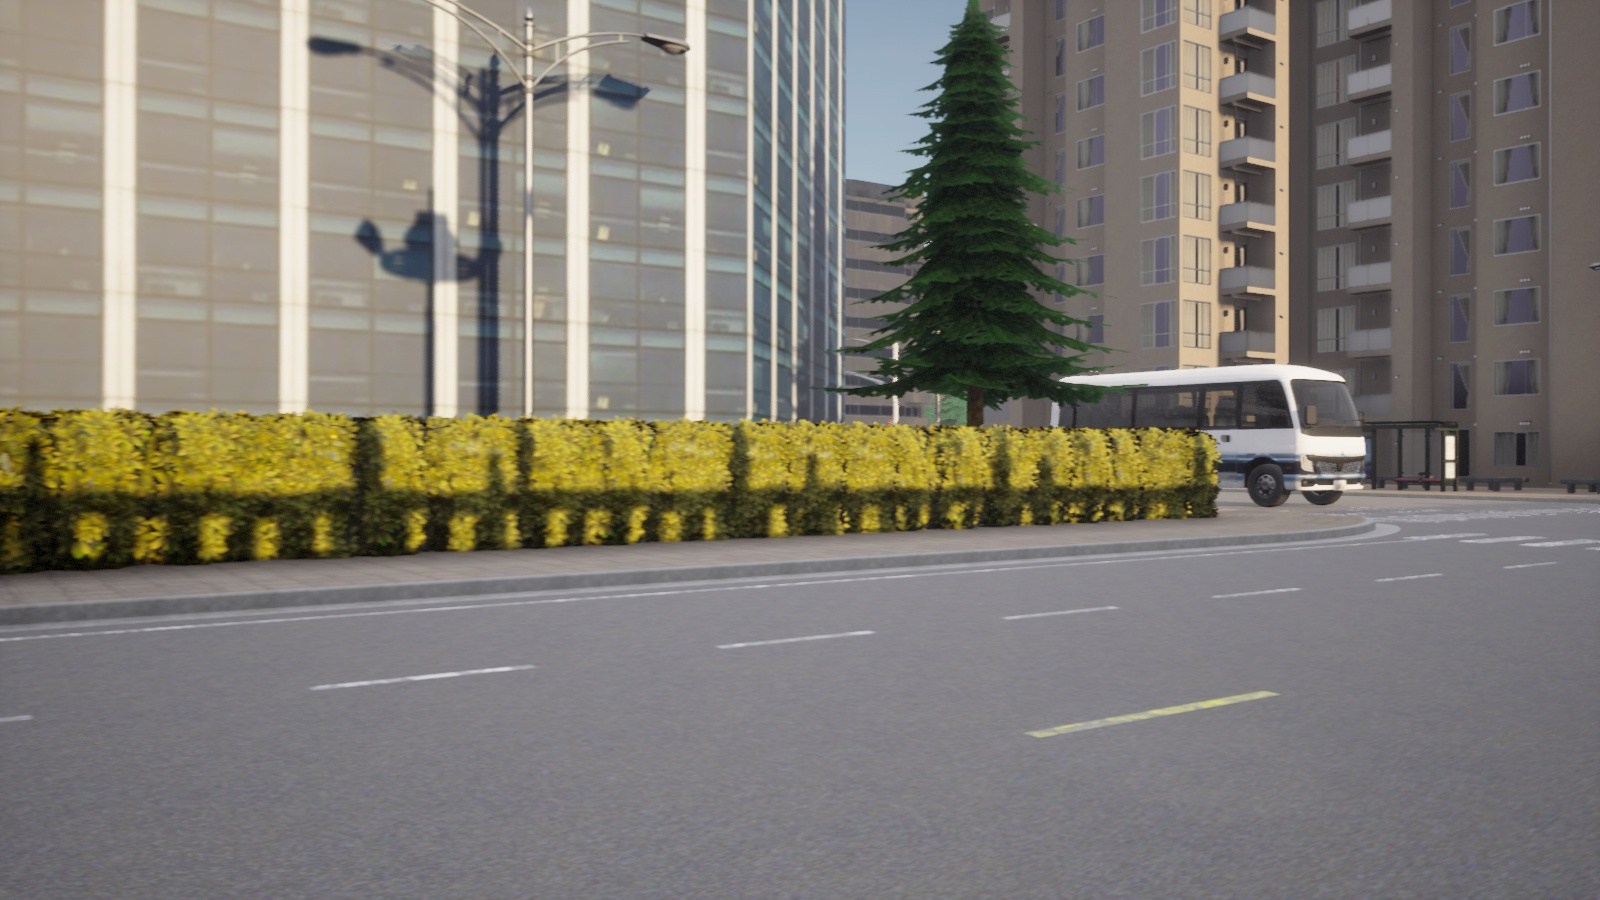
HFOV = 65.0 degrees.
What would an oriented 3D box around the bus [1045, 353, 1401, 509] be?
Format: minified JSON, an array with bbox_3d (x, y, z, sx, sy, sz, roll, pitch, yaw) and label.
[{"bbox_3d":[12.894,-0.506,39.569,3.944,4.253,10.273,0,0,-35],"label":"bus"}]
